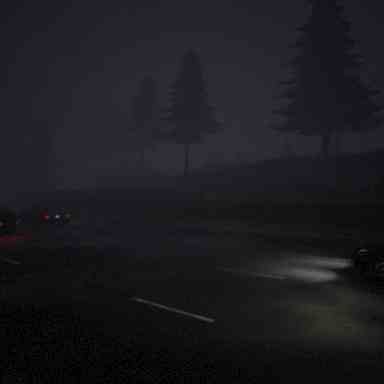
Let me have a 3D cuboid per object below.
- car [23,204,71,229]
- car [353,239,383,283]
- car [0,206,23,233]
[{"bbox_3d":[-9.872,1.522,21.782,5.357,1.411,2.033,0,0,45],"label":"car"},{"bbox_3d":[6.476,1.544,8.028,4.674,1.442,1.812,0,0,36],"label":"car"},{"bbox_3d":[-11.466,1.447,18.511,5.008,1.535,1.882,0,0,44],"label":"car"}]
